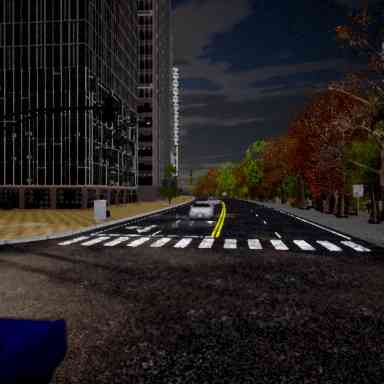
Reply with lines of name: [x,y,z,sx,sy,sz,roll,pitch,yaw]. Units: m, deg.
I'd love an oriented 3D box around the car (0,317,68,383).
car: [-2.605,1.615,1.561,1.895,1.301,4.718,0,0,8]

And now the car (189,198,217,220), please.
car: [0.883,1.543,28.175,1.812,1.442,4.674,0,0,7]

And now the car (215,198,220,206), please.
car: [3.590,1.595,54.134,1.895,1.301,4.718,0,0,5]
